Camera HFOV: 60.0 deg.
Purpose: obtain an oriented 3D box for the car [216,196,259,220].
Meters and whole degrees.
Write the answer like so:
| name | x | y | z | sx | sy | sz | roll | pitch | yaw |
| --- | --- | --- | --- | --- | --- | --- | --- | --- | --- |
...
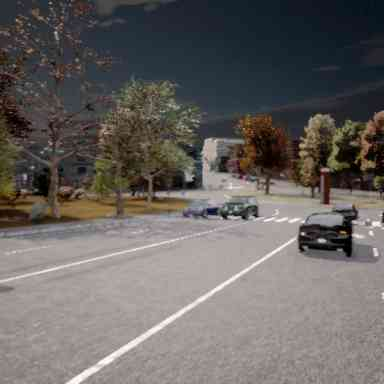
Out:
| name | x | y | z | sx | sy | sz | roll | pitch | yaw |
| --- | --- | --- | --- | --- | --- | --- | --- | --- | --- |
| car | 4.486 | 1.355 | 30.211 | 2.150 | 2.045 | 5.566 | 0 | 0 | 27 |

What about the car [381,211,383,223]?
| name | x | y | z | sx | sy | sz | roll | pitch | yaw |
| --- | --- | --- | --- | --- | --- | --- | --- | --- | --- |
| car | 14.913 | 1.748 | 24.193 | 2.033 | 1.411 | 5.357 | 0 | 0 | 28 |

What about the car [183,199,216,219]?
| name | x | y | z | sx | sy | sz | roll | pitch | yaw |
| --- | --- | --- | --- | --- | --- | --- | --- | --- | --- |
| car | 0.952 | 1.458 | 31.017 | 2.097 | 1.767 | 4.553 | 0 | 0 | 28 |

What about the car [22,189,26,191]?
| name | x | y | z | sx | sy | sz | roll | pitch | yaw |
| --- | --- | --- | --- | --- | --- | --- | --- | --- | --- |
| car | -32.410 | 0.245 | 64.200 | 1.946 | 1.575 | 5.366 | -1 | 2 | -11 |

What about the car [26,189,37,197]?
| name | x | y | z | sx | sy | sz | roll | pitch | yaw |
| --- | --- | --- | --- | --- | --- | --- | --- | --- | --- |
| car | -29.519 | 0.107 | 63.862 | 2.185 | 1.767 | 4.553 | -1 | 2 | -11 |

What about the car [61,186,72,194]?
| name | x | y | z | sx | sy | sz | roll | pitch | yaw |
| --- | --- | --- | --- | --- | --- | --- | --- | --- | --- |
| car | -23.646 | -0.054 | 62.924 | 2.435 | 2.045 | 5.566 | -1 | 2 | -11 |

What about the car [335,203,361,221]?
| name | x | y | z | sx | sy | sz | roll | pitch | yaw |
| --- | --- | --- | --- | --- | --- | --- | --- | --- | --- |
| car | 12.298 | 1.688 | 26.658 | 1.837 | 1.490 | 4.892 | 0 | 1 | 29 |

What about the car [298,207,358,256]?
| name | x | y | z | sx | sy | sz | roll | pitch | yaw |
| --- | --- | --- | --- | --- | --- | --- | --- | --- | --- |
| car | 5.768 | 1.595 | 14.009 | 1.882 | 1.535 | 5.008 | 0 | 0 | 28 |
